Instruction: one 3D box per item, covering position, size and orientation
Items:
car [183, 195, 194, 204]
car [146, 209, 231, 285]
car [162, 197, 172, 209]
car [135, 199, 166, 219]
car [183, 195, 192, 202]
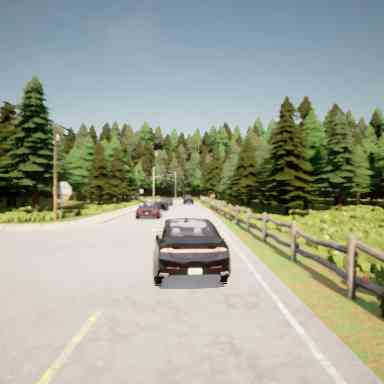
[{"bbox_3d":[-0.634,1.472,59.820,1.812,1.442,4.674,0,0,-2],"label":"car"},{"bbox_3d":[-0.165,1.483,9.531,2.128,1.511,4.902,0,0,-6],"label":"car"},{"bbox_3d":[-3.672,1.561,38.958,1.895,1.301,4.718,0,0,-1],"label":"car"},{"bbox_3d":[-3.610,1.534,28.480,1.994,1.385,4.181,0,0,0],"label":"car"},{"bbox_3d":[-0.917,1.303,70.117,1.837,1.490,4.892,0,0,-2],"label":"car"}]
